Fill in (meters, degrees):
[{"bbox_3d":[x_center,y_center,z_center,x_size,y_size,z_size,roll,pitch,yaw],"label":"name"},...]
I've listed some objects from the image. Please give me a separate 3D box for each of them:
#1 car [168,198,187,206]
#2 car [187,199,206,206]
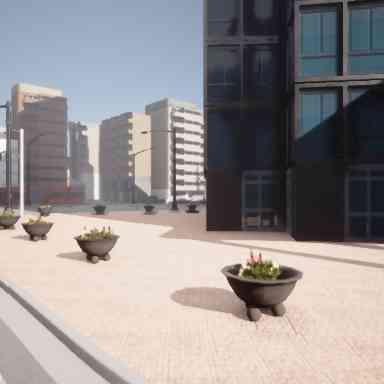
[{"bbox_3d":[-2.792,2.018,68.338,4.902,1.511,2.128,1,-1,-42],"label":"car"},{"bbox_3d":[2.122,2.104,68.042,4.902,1.511,2.128,1,-1,-42],"label":"car"}]
